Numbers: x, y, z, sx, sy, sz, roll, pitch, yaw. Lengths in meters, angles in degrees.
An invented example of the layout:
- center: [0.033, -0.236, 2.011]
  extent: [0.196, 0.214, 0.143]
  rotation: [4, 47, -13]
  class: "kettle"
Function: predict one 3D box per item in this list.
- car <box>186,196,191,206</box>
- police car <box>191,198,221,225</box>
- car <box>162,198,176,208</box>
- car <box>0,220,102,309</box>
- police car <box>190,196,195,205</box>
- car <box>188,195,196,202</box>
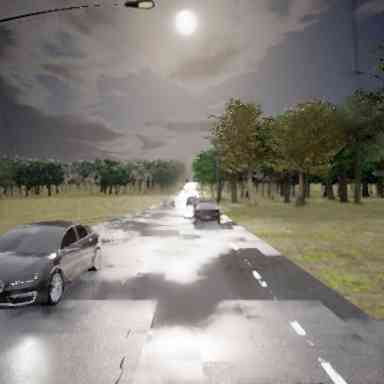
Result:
- center: [0.011, 1.548, 58.637]
  extent: [2.097, 1.767, 4.553]
  rotation: [0, 0, 0]
  class: "car"
- center: [1.054, 1.469, 24.711]
  extent: [1.930, 1.638, 5.238]
  rotation: [0, 0, 0]
  class: "police car"
- center: [-3.554, 1.654, 51.557]
  extent: [2.128, 1.511, 4.902]
  rotation: [0, 0, 0]
  class: "car"
- center: [-3.600, 1.515, 8.097]
  extent: [1.837, 1.490, 4.892]
  rotation: [0, 0, 0]
  class: "car"
- center: [1.057, 1.532, 40.713]
  extent: [1.930, 1.638, 5.238]
  rotation: [0, 0, 0]
  class: "police car"
- center: [0.014, 1.583, 77.233]
  extent: [1.882, 1.535, 5.008]
  rotation: [0, 0, 0]
  class: "car"
